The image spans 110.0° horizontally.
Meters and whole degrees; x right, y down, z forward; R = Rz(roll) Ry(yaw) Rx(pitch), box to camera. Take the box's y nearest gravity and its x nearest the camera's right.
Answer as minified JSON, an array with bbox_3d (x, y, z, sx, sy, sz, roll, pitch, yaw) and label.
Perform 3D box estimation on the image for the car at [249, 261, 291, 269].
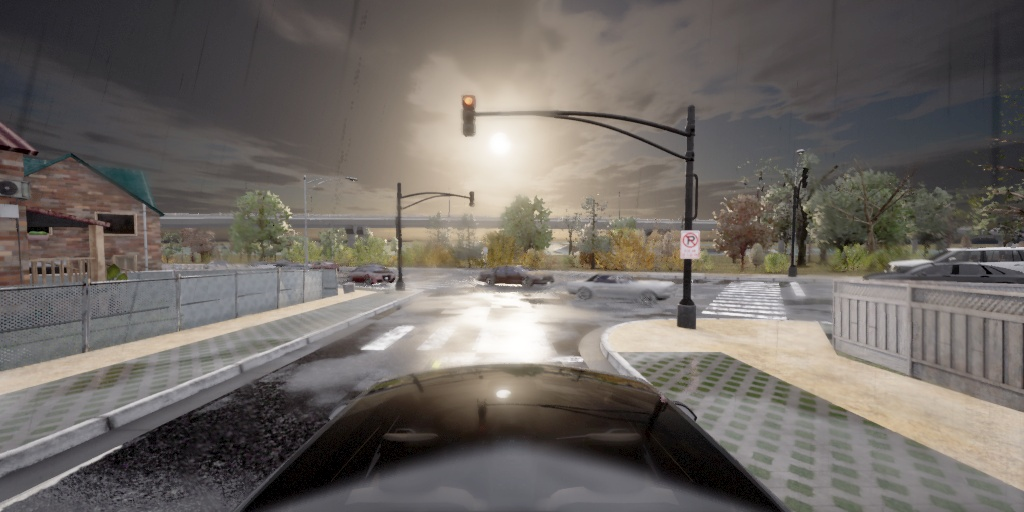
[{"bbox_3d":[-26.720,1.606,39.511,4.674,1.442,1.812,0,2,36],"label":"car"}]

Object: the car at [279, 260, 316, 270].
[{"bbox_3d":[-25.798,1.541,42.858,4.181,1.385,1.994,0,2,36],"label":"car"}]

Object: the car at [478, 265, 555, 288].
[{"bbox_3d":[0.172,1.311,24.035,5.357,1.411,2.033,-1,2,36],"label":"car"}]

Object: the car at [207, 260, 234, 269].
[{"bbox_3d":[-40.069,1.358,49.281,4.553,1.767,2.097,-1,2,36],"label":"car"}]

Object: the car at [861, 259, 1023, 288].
[{"bbox_3d":[18.203,1.017,15.226,4.892,1.490,1.837,-1,2,36],"label":"car"}]

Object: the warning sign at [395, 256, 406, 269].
[{"bbox_3d":[-14.327,0.719,46.220,1.060,1.860,1.300,0,0,36],"label":"warning sign"}]

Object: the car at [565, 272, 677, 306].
[{"bbox_3d":[4.981,1.419,16.573,4.718,1.301,1.895,-1,2,36],"label":"car"}]

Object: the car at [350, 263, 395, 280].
[{"bbox_3d":[-13.156,1.437,33.691,4.181,1.385,1.994,0,2,36],"label":"car"}]

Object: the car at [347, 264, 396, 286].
[{"bbox_3d":[-11.069,1.515,28.166,4.181,1.385,1.994,0,2,36],"label":"car"}]

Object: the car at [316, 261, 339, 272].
[{"bbox_3d":[-23.847,1.386,45.689,4.674,1.442,1.812,-1,2,36],"label":"car"}]

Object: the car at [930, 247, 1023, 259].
[{"bbox_3d":[21.506,0.611,16.833,5.566,2.045,2.150,0,2,36],"label":"car"}]
